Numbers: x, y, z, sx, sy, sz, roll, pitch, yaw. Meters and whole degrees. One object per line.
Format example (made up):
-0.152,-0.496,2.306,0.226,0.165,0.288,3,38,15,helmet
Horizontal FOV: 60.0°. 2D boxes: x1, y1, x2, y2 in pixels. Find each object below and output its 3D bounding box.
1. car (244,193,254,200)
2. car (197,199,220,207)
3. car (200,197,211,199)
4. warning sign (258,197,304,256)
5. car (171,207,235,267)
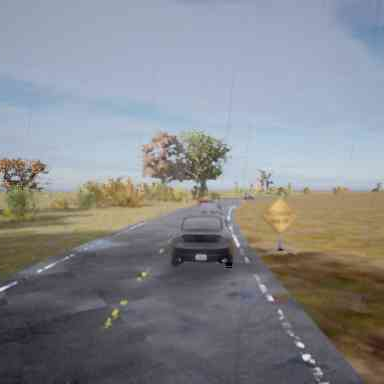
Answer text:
14.392,1.129,84.145,2.097,1.767,4.553,0,0,18,car
1.345,1.491,25.028,2.033,1.411,5.357,0,0,6,car
2.021,1.475,51.868,1.895,1.301,4.718,0,0,11,car
2.940,1.094,11.137,1.300,1.860,1.060,0,0,3,warning sign
0.390,1.482,11.351,1.837,1.490,4.892,0,1,3,car
